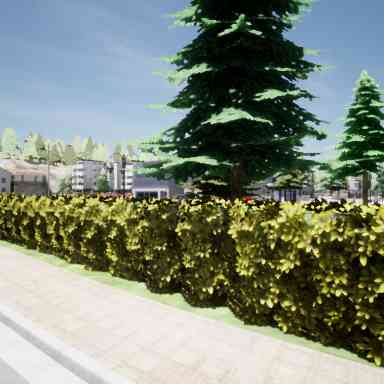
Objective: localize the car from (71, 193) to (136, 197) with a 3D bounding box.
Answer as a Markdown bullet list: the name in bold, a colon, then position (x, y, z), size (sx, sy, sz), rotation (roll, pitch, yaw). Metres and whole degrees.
- **car**: position (-8.077, 1.221, 31.062), size (2.150, 2.045, 5.566), rotation (0, 0, 44)

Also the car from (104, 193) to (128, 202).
- **car**: position (-15.854, 1.097, 69.676), size (1.932, 1.855, 4.605), rotation (0, 0, 44)

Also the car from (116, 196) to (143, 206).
- **car**: position (-10.055, 1.384, 53.337), size (1.970, 1.475, 3.806), rotation (0, 0, 44)

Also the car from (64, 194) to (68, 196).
- **car**: position (-27.320, 1.154, 80.409), size (2.152, 1.636, 5.027), rotation (0, 0, 44)

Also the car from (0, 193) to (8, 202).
- **car**: position (-41.764, 1.097, 70.238), size (1.932, 1.855, 4.605), rotation (0, 0, 44)

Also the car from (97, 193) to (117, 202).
- **car**: position (-18.212, 1.077, 71.423), size (1.905, 1.878, 3.866), rotation (0, 0, 44)
